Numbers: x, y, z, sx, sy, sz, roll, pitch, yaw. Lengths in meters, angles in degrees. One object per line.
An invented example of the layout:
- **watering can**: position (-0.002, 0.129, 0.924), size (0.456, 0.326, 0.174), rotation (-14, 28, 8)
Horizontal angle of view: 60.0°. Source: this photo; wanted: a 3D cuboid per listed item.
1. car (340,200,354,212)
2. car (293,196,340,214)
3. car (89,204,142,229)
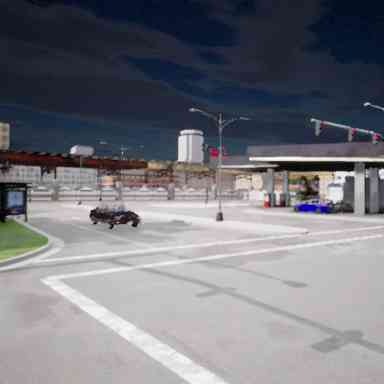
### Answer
- **car**: position (18.093, 1.778, 41.779), size (1.970, 1.475, 3.806), rotation (1, 0, -34)
- **car**: position (13.812, 1.571, 37.875), size (2.242, 1.667, 4.611), rotation (1, 0, -34)
- **car**: position (-5.205, 1.474, 21.940), size (2.033, 1.411, 5.357), rotation (1, 0, -35)
